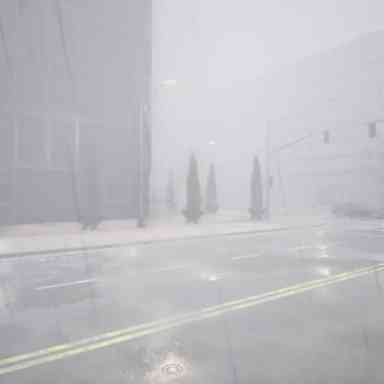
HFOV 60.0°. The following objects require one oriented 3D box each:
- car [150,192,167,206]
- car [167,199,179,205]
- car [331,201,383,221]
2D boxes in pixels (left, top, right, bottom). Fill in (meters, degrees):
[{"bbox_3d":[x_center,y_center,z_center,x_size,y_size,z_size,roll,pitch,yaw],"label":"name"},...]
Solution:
[{"bbox_3d":[-6.794,1.347,56.376,2.097,1.767,4.553,0,0,-35],"label":"car"},{"bbox_3d":[-4.214,1.498,58.821,2.128,1.511,4.902,0,0,-35],"label":"car"},{"bbox_3d":[13.872,1.540,27.159,2.128,1.511,4.902,0,1,-35],"label":"car"}]
